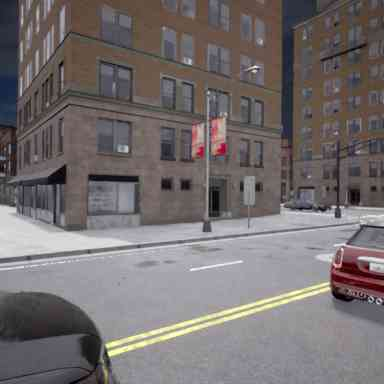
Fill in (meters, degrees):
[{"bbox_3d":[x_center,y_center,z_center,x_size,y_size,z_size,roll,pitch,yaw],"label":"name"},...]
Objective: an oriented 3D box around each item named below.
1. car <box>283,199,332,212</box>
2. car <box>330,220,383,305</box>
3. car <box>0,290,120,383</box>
[{"bbox_3d":[12.877,1.465,37.443,2.033,1.411,5.357,1,0,-36],"label":"car"},{"bbox_3d":[4.991,1.354,7.085,4.553,1.767,2.097,0,0,-36],"label":"car"},{"bbox_3d":[-3.006,1.221,1.291,5.566,2.045,2.150,0,0,-36],"label":"car"}]
